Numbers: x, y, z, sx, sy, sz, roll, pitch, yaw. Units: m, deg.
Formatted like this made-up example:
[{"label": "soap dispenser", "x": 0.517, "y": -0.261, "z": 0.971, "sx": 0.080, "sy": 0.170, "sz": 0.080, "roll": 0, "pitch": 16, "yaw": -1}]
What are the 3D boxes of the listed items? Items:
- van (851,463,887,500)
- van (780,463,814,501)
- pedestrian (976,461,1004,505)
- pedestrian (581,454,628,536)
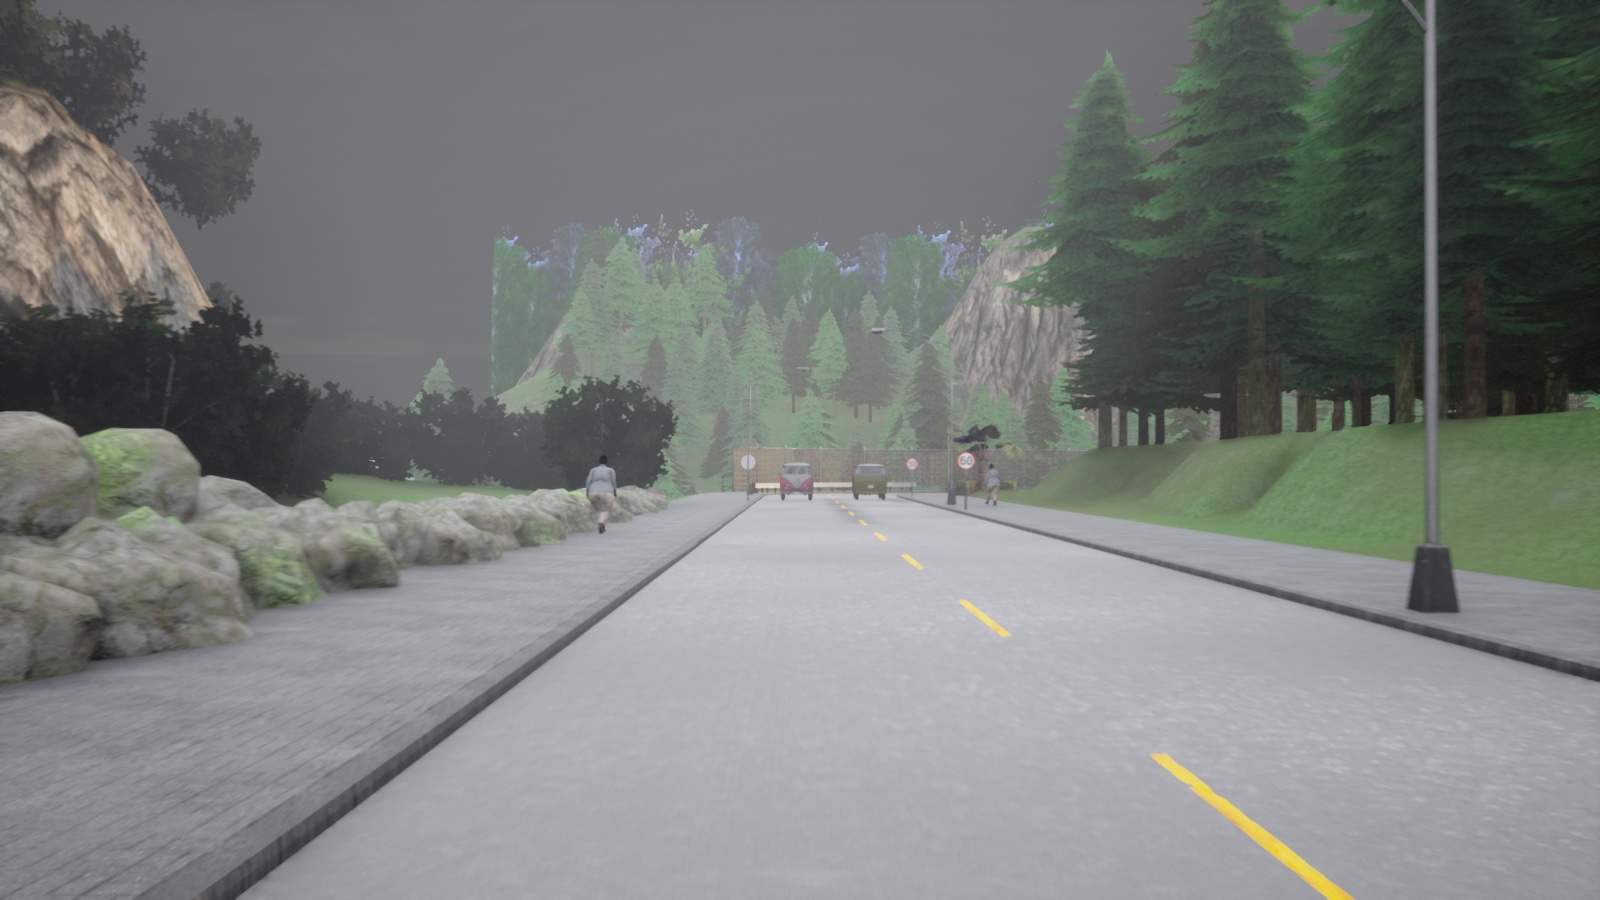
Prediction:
[{"label": "van", "x": 3.831, "y": 1.724, "z": 70.190, "sx": 1.775, "sy": 1.987, "sz": 4.442, "roll": 0, "pitch": -1, "yaw": 0}, {"label": "van", "x": -0.165, "y": 1.700, "z": 67.784, "sx": 1.775, "sy": 1.987, "sz": 4.442, "roll": 0, "pitch": -1, "yaw": 0}, {"label": "pedestrian", "x": 8.117, "y": 1.387, "z": 53.586, "sx": 0.874, "sy": 1.855, "sz": 0.900, "roll": 0, "pitch": -1, "yaw": -18}, {"label": "pedestrian", "x": -4.498, "y": 1.026, "z": 28.951, "sx": 0.874, "sy": 1.855, "sz": 0.900, "roll": 0, "pitch": -1, "yaw": 6}]
